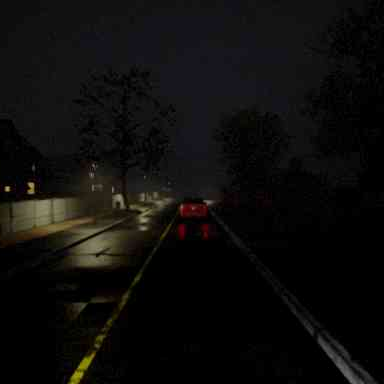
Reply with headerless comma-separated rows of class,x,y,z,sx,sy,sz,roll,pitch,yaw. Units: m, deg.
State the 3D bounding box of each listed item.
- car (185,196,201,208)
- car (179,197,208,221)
car,0.093,1.258,42.255,1.895,1.301,4.718,0,0,0
car,0.095,1.145,25.342,2.097,1.767,4.553,0,0,0
